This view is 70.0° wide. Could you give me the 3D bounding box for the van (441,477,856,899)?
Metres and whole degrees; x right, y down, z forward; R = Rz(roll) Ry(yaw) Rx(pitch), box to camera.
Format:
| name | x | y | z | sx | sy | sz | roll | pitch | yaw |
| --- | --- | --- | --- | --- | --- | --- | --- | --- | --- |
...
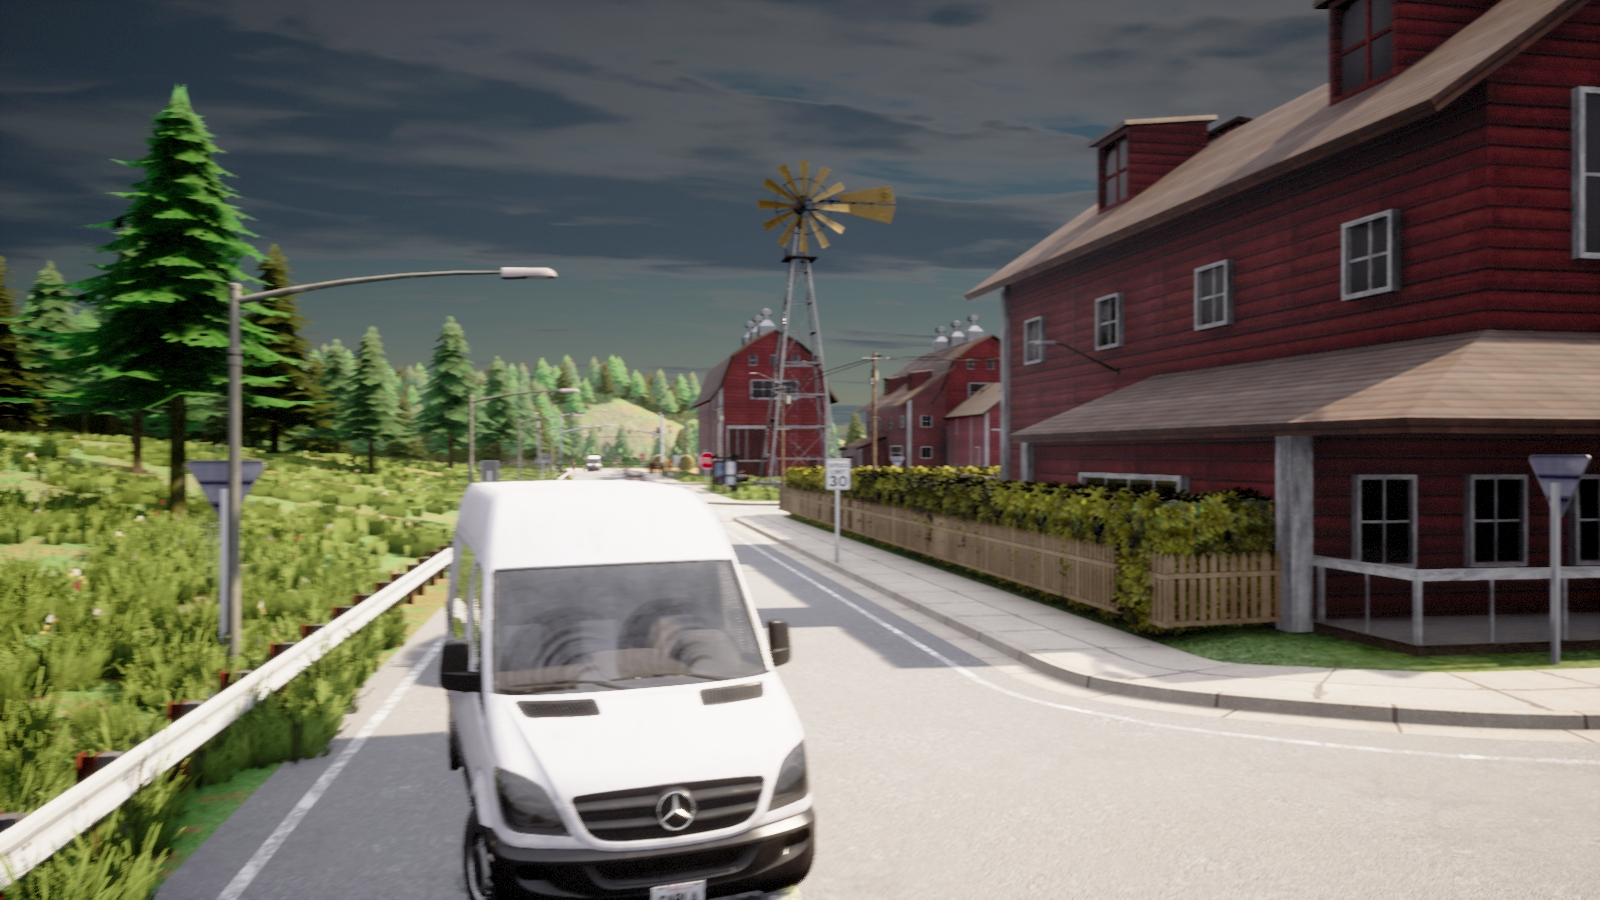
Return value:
| name | x | y | z | sx | sy | sz | roll | pitch | yaw |
| --- | --- | --- | --- | --- | --- | --- | --- | --- | --- |
| van | -1.629 | 1.551 | 8.934 | 1.988 | 2.561 | 5.915 | -1 | 0 | -20 |
